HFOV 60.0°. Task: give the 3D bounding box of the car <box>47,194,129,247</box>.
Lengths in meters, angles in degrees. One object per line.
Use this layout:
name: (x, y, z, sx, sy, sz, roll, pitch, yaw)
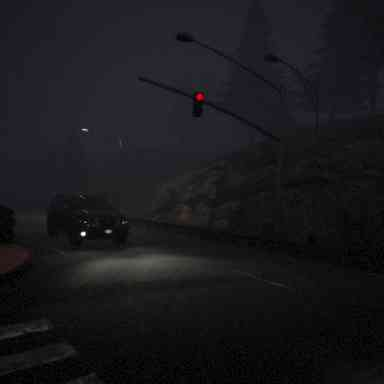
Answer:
car: (-4.878, 1.145, 15.067, 2.150, 2.045, 5.566, 3, -1, -37)
